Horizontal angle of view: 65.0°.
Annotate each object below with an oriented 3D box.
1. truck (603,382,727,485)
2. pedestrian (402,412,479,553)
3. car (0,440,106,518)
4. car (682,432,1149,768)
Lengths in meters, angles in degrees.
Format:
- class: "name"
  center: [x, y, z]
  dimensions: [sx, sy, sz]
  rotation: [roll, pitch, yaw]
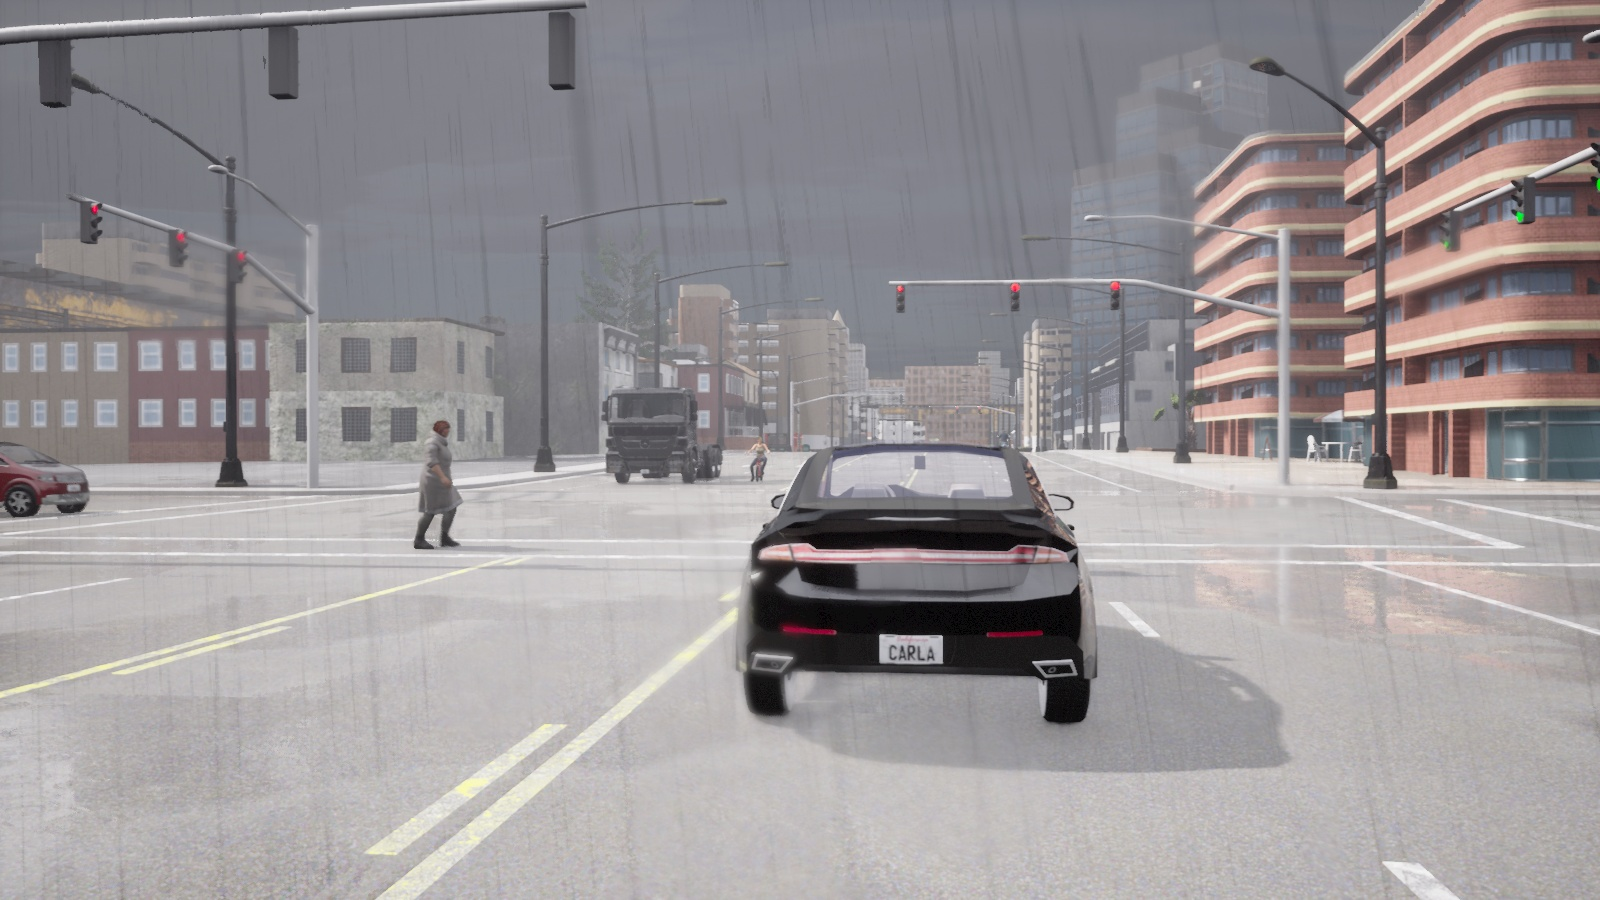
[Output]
- class: "truck"
  center: [-4.801, -0.613, 46.394]
  dimensions: [2.891, 3.462, 7.936]
  rotation: [0, 1, 6]
- class: "pedestrian"
  center: [-5.037, 0.446, 17.624]
  dimensions: [0.873, 1.952, 0.659]
  rotation: [0, 0, 2]
- class: "car"
  center: [-16.800, 0.576, 26.200]
  dimensions: [3.705, 1.549, 1.789]
  rotation: [0, 0, 5]
- class: "car"
  center: [0.775, 0.661, 8.195]
  dimensions: [2.128, 1.511, 4.902]
  rotation: [0, 0, 6]
